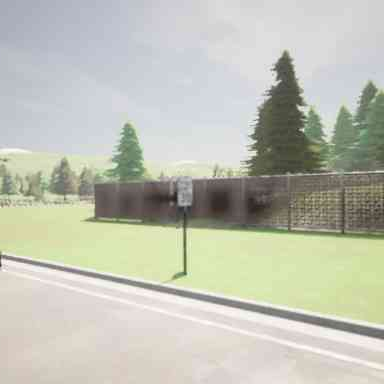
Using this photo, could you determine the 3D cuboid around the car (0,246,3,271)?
[{"bbox_3d":[-7.009,1.634,8.990,4.902,1.511,2.128,-1,-1,35],"label":"car"}]
